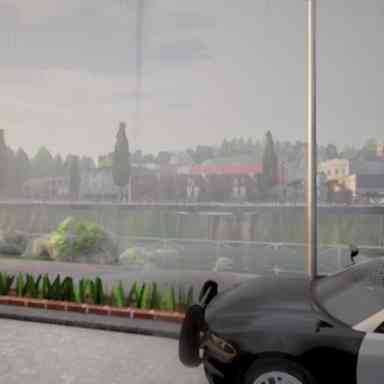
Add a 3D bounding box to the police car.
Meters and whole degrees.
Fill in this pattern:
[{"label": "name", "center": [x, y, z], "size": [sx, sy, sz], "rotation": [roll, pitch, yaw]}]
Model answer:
[{"label": "police car", "center": [2.478, 1.385, 3.532], "size": [5.238, 1.638, 1.930], "rotation": [0, 4, 14]}]
